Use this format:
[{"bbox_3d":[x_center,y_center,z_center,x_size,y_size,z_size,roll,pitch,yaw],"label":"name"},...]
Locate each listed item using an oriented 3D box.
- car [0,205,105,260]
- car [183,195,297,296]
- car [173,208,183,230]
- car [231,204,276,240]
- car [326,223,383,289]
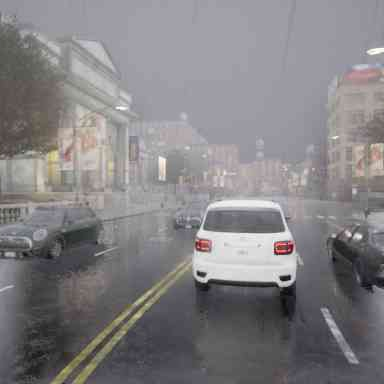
[{"bbox_3d":[-5.161,1.351,12.520,2.097,1.767,4.553,0,0,13],"label":"car"},{"bbox_3d":[1.464,1.221,8.943,2.150,2.045,5.566,0,0,11],"label":"car"},{"bbox_3d":[0.281,1.351,20.787,2.097,1.767,4.553,0,0,12],"label":"car"},{"bbox_3d":[3.425,1.491,18.249,2.128,1.511,4.902,0,0,12],"label":"car"},{"bbox_3d":[5.061,1.548,8.979,2.033,1.411,5.357,0,0,11],"label":"car"}]
